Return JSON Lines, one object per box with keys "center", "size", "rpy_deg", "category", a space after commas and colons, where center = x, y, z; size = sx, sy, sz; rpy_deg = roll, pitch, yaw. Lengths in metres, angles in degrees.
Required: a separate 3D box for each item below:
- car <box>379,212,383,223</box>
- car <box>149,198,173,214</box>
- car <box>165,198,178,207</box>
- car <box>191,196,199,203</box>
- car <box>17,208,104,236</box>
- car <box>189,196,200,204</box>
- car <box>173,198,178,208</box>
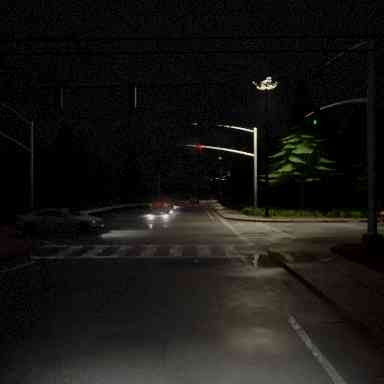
{"center": [15.165, 1.484, 22.084], "size": [5.008, 1.535, 1.882], "rpy_deg": [0, 0, 1], "category": "car"}
{"center": [-3.577, 1.468, 37.301], "size": [2.097, 1.767, 4.553], "rpy_deg": [0, 0, 0], "category": "car"}
{"center": [-3.448, 1.728, 57.103], "size": [1.994, 1.385, 4.181], "rpy_deg": [0, 0, 1], "category": "car"}
{"center": [0.709, 1.631, 75.730], "size": [1.837, 1.490, 4.892], "rpy_deg": [0, 0, 2], "category": "car"}
{"center": [-7.398, 1.636, 18.811], "size": [4.674, 1.442, 1.812], "rpy_deg": [0, 0, 1], "category": "car"}
{"center": [0.379, 1.691, 65.423], "size": [1.812, 1.442, 4.674], "rpy_deg": [0, 0, 2], "category": "car"}
{"center": [-3.552, 1.632, 47.102], "size": [2.128, 1.511, 4.902], "rpy_deg": [0, 0, 0], "category": "car"}
